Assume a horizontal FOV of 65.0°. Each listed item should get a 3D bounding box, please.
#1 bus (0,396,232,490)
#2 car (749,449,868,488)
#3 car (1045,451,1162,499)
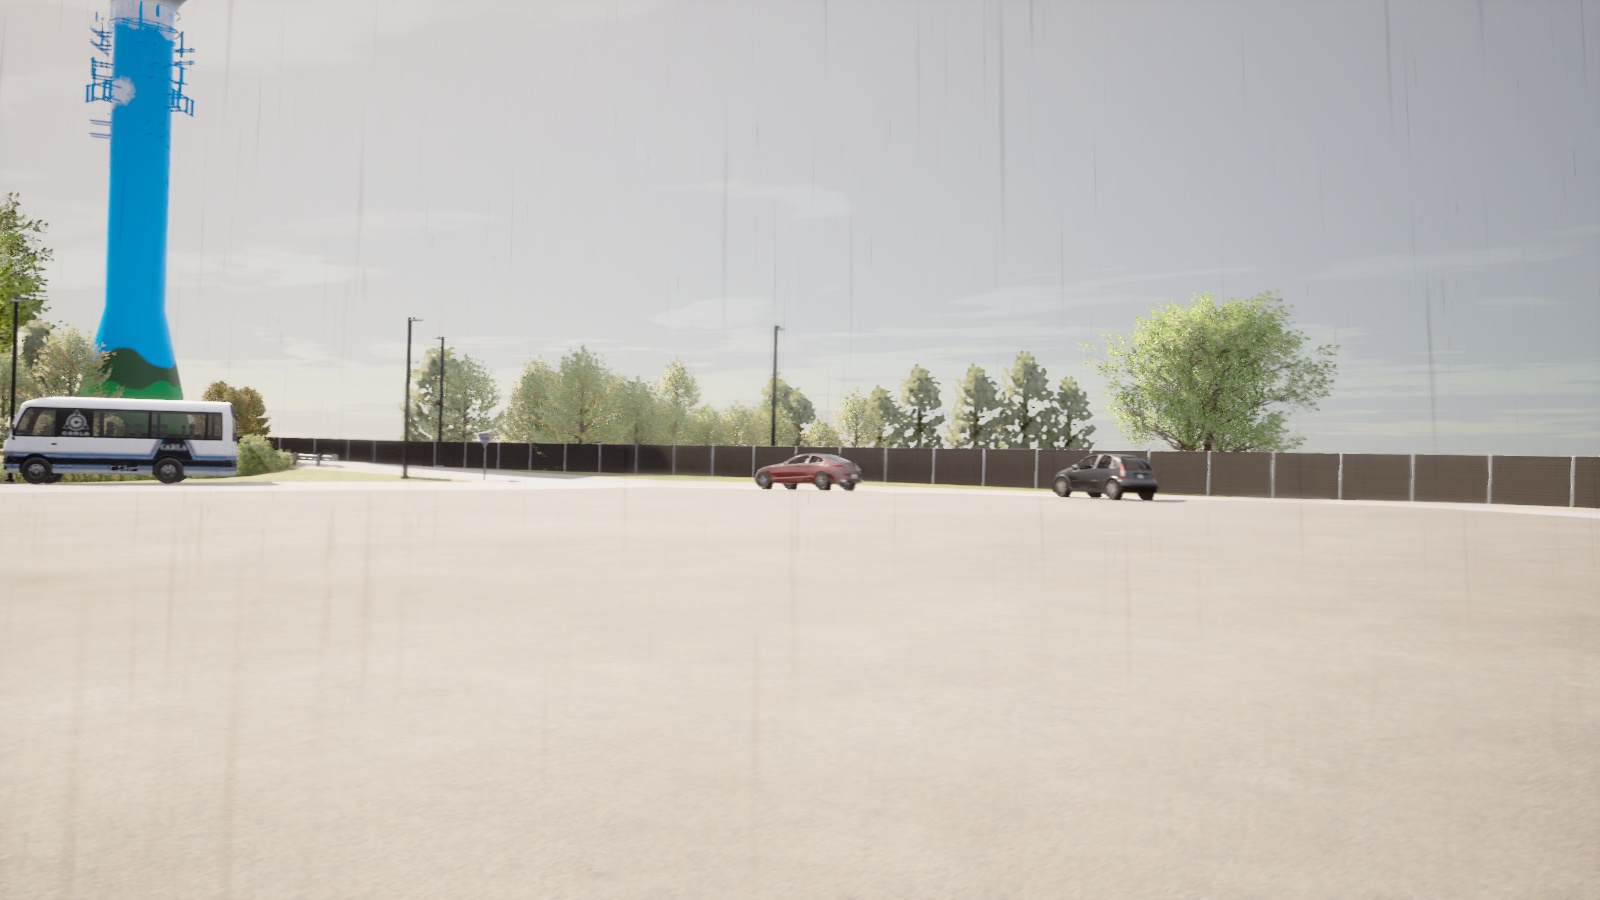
[{"bbox_3d":[-33.748,-0.264,61.719,10.273,4.253,3.944,1,-1,-20],"label":"bus"},{"bbox_3d":[0.353,0.832,55.954,5.027,1.651,2.152,0,-2,38],"label":"car"},{"bbox_3d":[10.746,0.850,44.705,1.851,1.617,3.988,1,-1,-28],"label":"car"}]
